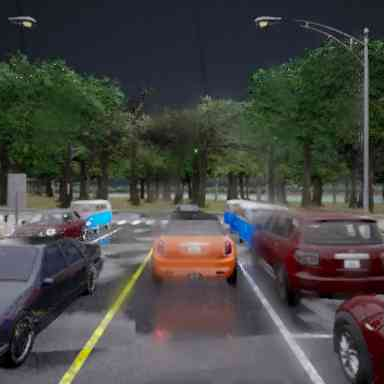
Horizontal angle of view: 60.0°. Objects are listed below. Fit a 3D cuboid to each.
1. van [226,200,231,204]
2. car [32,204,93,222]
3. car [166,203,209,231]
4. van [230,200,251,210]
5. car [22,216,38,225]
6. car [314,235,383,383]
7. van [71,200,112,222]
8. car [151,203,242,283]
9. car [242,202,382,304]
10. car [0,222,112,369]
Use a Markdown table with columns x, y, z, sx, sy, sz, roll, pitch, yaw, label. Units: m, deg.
| x | y | z | sx | sy | sz | roll | pitch | yaw | label |
| --- | --- | --- | --- | --- | --- | --- | --- | --- | --- |
| 2.759 | 1.375 | 18.998 | 1.690 | 1.788 | 3.998 | 0 | 0 | 0 | van |
| -5.766 | 1.464 | 13.560 | 1.967 | 1.590 | 4.097 | 0 | 0 | 0 | car |
| -0.421 | 1.531 | 21.903 | 2.128 | 1.511 | 4.902 | 0 | 0 | -9 | car |
| 2.759 | 1.365 | 13.561 | 1.690 | 1.788 | 3.998 | 0 | 0 | 0 | van |
| -5.765 | 1.539 | 7.952 | 1.752 | 1.417 | 4.829 | 0 | 0 | 0 | car |
| 2.761 | 1.445 | 2.685 | 1.967 | 1.590 | 4.097 | 0 | 0 | 0 | car |
| -5.766 | 1.375 | 18.998 | 1.690 | 1.788 | 3.998 | 0 | 0 | 0 | van |
| 0.094 | 1.370 | 9.896 | 2.097 | 1.767 | 4.553 | 0 | 0 | 1 | car |
| 2.760 | 1.329 | 8.123 | 2.192 | 1.841 | 5.009 | 0 | 0 | 0 | car |
| -3.081 | 1.558 | 5.990 | 2.033 | 1.411 | 5.357 | 0 | 0 | 0 | car |
